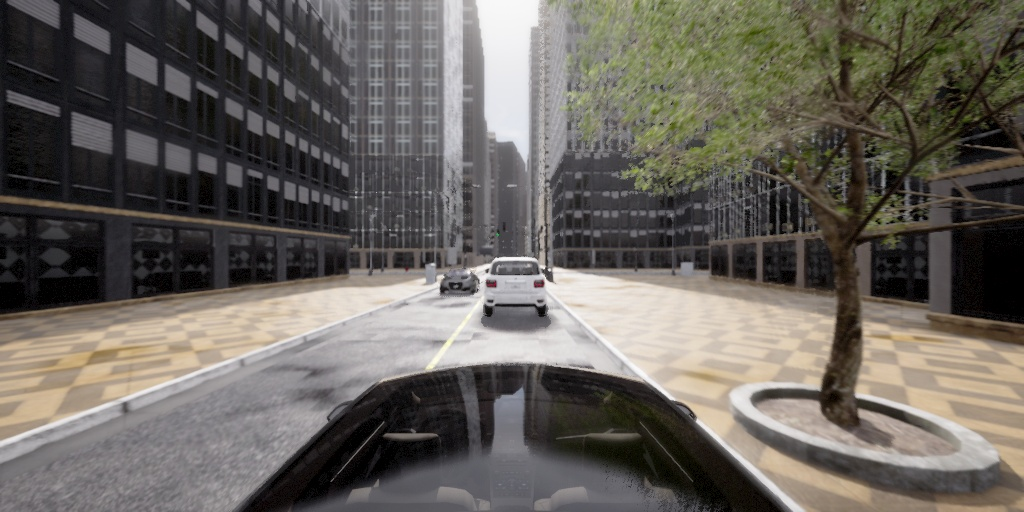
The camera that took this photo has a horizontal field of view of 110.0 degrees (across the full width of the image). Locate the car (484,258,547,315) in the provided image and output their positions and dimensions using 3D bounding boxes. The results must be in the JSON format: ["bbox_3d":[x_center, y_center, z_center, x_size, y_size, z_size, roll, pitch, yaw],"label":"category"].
[{"bbox_3d":[0.107,1.088,14.197,2.150,2.045,5.566,0,0,0],"label":"car"}]

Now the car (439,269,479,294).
[{"bbox_3d":[-3.078,1.500,21.625,1.994,1.385,4.181,0,-1,0],"label":"car"}]
